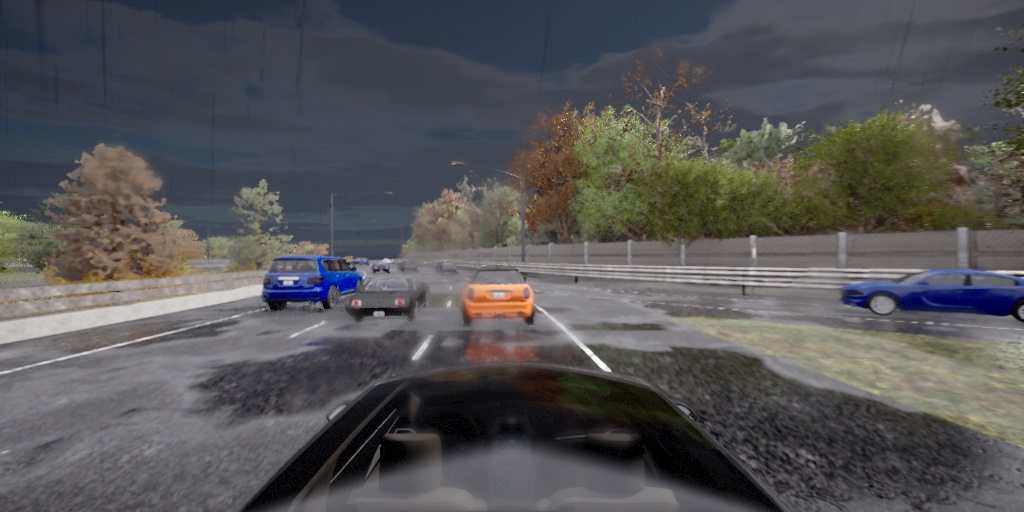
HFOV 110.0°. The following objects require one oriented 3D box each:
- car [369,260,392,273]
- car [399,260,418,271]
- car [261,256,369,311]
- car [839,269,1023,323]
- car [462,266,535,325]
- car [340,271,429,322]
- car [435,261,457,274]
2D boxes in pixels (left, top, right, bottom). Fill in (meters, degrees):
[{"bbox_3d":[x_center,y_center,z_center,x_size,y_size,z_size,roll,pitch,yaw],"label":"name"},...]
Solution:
[{"bbox_3d":[-16.399,1.439,44.592,1.895,1.301,4.718,0,0,-24],"label":"car"},{"bbox_3d":[-13.477,1.319,46.501,2.128,1.511,4.902,0,0,-24],"label":"car"},{"bbox_3d":[-7.931,1.010,14.858,2.150,2.045,5.566,0,0,-7],"label":"car"},{"bbox_3d":[13.962,1.178,11.631,5.008,1.535,1.882,0,0,32],"label":"car"},{"bbox_3d":[-0.554,1.110,12.056,2.097,1.767,4.553,0,0,-6],"label":"car"},{"bbox_3d":[-4.052,1.373,12.475,1.895,1.301,4.718,0,0,-6],"label":"car"},{"bbox_3d":[-7.891,1.350,42.509,2.033,1.411,5.357,0,0,-21],"label":"car"}]
